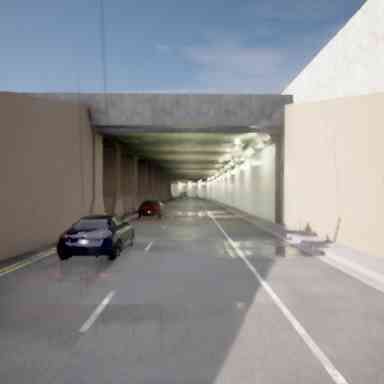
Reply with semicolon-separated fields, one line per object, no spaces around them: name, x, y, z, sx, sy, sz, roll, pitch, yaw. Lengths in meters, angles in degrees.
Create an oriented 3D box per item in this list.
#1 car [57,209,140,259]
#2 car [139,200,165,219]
car;-3.404;1.541;12.471;1.994;1.385;4.181;0;0;0
car;-3.405;1.424;28.749;1.882;1.535;5.008;0;0;0
